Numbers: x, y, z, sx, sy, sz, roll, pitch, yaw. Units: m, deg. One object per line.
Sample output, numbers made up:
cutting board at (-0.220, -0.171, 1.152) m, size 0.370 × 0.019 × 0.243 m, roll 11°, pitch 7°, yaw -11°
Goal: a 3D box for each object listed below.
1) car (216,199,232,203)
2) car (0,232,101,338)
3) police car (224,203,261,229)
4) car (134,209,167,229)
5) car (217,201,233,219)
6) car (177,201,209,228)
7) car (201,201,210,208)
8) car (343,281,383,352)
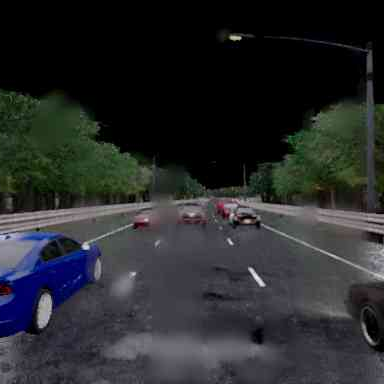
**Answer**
car at (4.647, 1.967, 46.893) m, size 2.150 × 2.045 × 5.566 m, roll 0°, pitch -1°, yaw 3°
car at (-3.358, 1.572, 6.931) m, size 1.882 × 1.535 × 5.008 m, roll 0°, pitch -1°, yaw 0°
police car at (3.836, 1.869, 25.066) m, size 2.038 × 1.542 × 4.974 m, roll 0°, pitch -1°, yaw 1°
car at (-3.053, 1.922, 24.889) m, size 1.994 × 1.385 × 4.181 m, roll 0°, pitch -1°, yaw 1°
car at (4.182, 2.050, 35.995) m, size 2.163 × 1.488 × 4.792 m, roll 0°, pitch -1°, yaw 2°
car at (0.087, 1.716, 25.269) m, size 2.097 × 1.767 × 4.553 m, roll 0°, pitch -1°, yaw 3°
car at (3.262, 2.908, 79.697) m, size 2.128 × 1.511 × 4.902 m, roll 0°, pitch -1°, yaw 5°
car at (3.506, 1.593, 3.261) m, size 2.033 × 1.411 × 5.357 m, roll 0°, pitch -1°, yaw 0°
